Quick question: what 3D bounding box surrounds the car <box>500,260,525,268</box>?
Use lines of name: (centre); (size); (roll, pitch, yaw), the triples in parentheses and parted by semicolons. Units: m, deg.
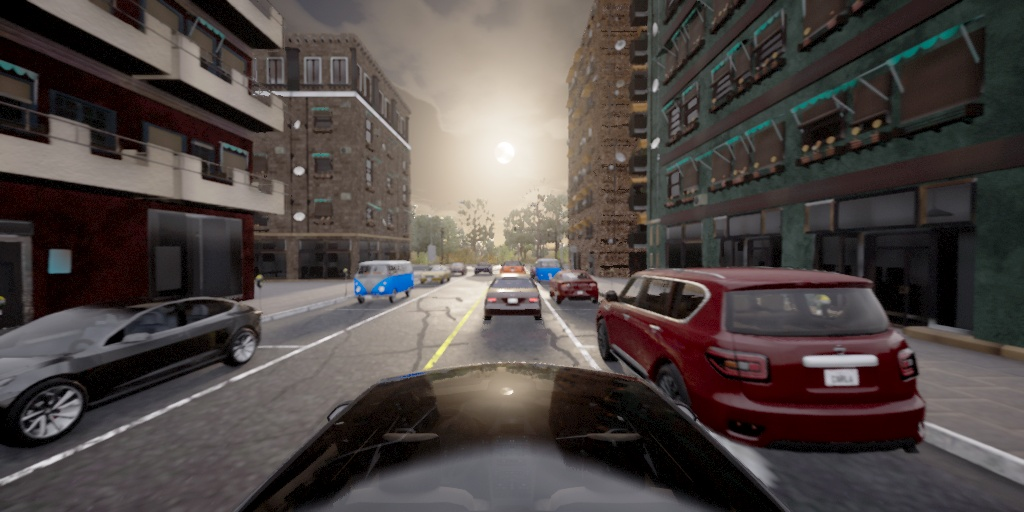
car: (0.068, 1.125, 30.764); (2.097, 1.767, 4.553); (0, 0, 0)

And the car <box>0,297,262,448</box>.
car: (-5.691, 1.319, 5.243); (1.948, 1.339, 4.313); (0, 0, 0)

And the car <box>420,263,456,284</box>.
car: (-5.690, 1.296, 27.170); (1.751, 1.417, 4.829); (0, 0, 0)

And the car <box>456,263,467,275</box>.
car: (-5.788, 1.361, 38.382); (1.802, 1.307, 4.207); (0, 0, 0)

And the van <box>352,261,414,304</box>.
van: (-5.691, 1.103, 16.292); (1.690, 1.789, 3.998); (0, 0, 0)

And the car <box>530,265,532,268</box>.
car: (2.690, 1.215, 32.913); (1.967, 1.591, 4.097); (0, 0, 0)

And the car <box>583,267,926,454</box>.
car: (2.690, 1.068, 5.291); (2.192, 1.841, 5.009); (0, 0, 0)

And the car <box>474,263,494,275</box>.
car: (-3.060, 1.380, 39.150); (1.895, 1.301, 4.718); (0, 0, 0)

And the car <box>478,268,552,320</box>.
car: (0.046, 1.307, 12.643); (2.033, 1.411, 5.357); (0, 0, 1)

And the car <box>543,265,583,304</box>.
car: (2.690, 1.308, 16.340); (1.888, 1.381, 4.507); (0, 0, 0)

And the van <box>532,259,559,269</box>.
van: (2.690, 1.112, 27.389); (1.690, 1.789, 3.998); (0, 0, 0)
